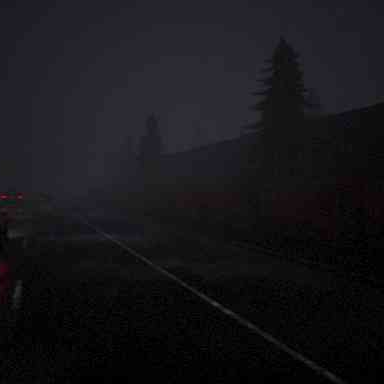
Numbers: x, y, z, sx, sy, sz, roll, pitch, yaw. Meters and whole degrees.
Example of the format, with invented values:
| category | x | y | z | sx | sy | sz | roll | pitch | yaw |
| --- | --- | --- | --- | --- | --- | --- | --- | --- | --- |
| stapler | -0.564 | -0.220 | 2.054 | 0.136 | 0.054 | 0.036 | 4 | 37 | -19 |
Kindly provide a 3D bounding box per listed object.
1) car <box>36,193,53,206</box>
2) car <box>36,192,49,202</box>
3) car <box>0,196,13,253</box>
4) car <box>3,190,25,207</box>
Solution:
| category | x | y | z | sx | sy | sz | roll | pitch | yaw |
| --- | --- | --- | --- | --- | --- | --- | --- | --- | --- |
| car | -19.746 | 1.001 | 44.557 | 1.837 | 1.490 | 4.892 | 0 | 1 | -26 |
| car | -25.520 | 0.832 | 56.853 | 1.882 | 1.535 | 5.008 | 0 | 1 | -23 |
| car | -8.183 | 1.192 | 12.564 | 2.097 | 1.767 | 4.553 | 0 | 0 | -26 |
| car | -21.550 | 0.742 | 40.245 | 2.150 | 2.045 | 5.566 | 0 | 1 | -26 |
